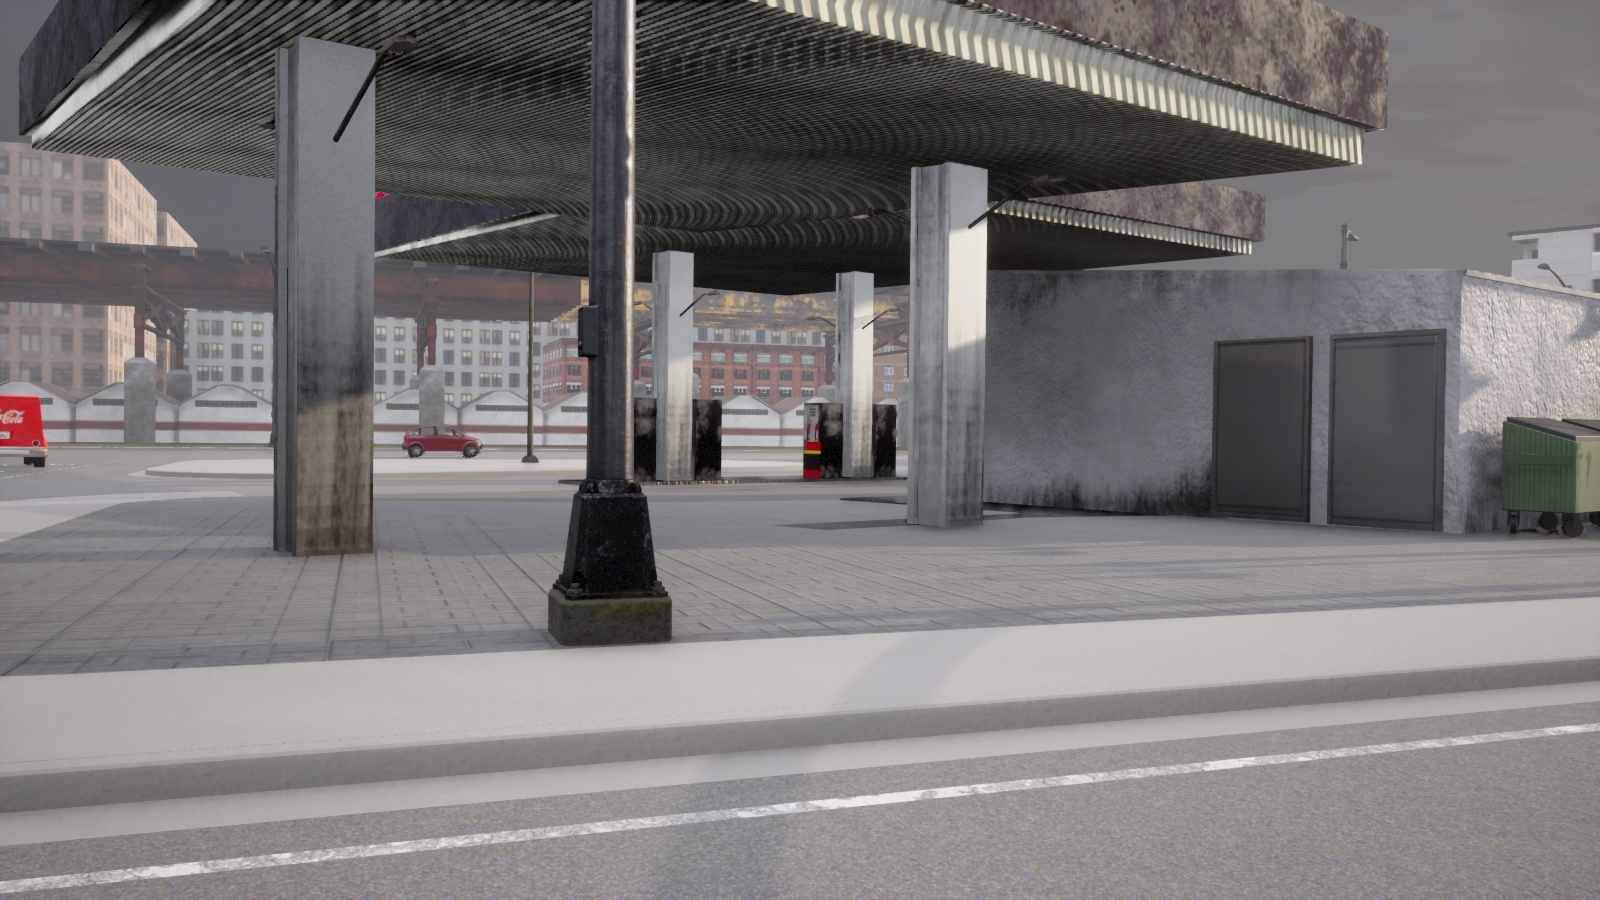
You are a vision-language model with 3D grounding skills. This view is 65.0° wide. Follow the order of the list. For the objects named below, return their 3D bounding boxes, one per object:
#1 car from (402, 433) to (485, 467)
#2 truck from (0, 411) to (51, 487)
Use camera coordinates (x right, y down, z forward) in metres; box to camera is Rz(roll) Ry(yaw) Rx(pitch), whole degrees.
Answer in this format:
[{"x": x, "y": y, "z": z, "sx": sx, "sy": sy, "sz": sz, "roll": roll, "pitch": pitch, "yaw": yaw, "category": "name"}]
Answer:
[{"x": -17.020, "y": -0.014, "z": 59.900, "sx": 3.705, "sy": 1.549, "sz": 1.789, "roll": -1, "pitch": 1, "yaw": -19, "category": "car"}, {"x": -27.303, "y": -0.080, "z": 42.892, "sx": 2.627, "sy": 2.467, "sz": 5.204, "roll": -1, "pitch": 2, "yaw": -34, "category": "truck"}]
